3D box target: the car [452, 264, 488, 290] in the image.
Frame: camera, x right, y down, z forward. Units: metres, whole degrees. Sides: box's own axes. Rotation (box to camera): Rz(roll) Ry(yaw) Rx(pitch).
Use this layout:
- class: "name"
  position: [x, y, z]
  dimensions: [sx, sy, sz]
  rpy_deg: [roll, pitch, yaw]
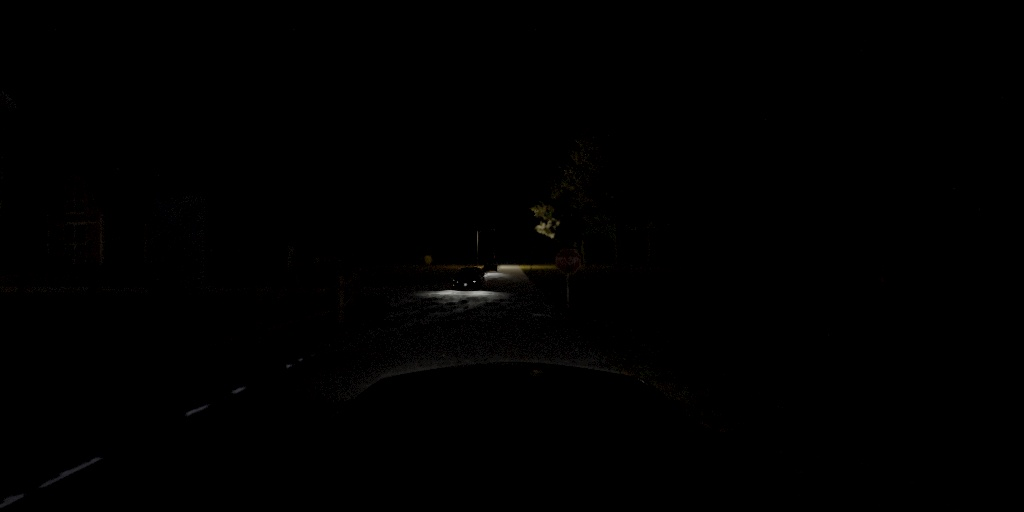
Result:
- class: "car"
  position: [-2.868, 1.522, 24.381]
  dimensions: [1.837, 1.490, 4.892]
  rpy_deg: [0, 0, 0]

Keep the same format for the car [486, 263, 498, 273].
- class: "car"
  position: [-3.000, 1.636, 50.594]
  dimensions: [1.895, 1.301, 4.718]
  rpy_deg: [0, 0, 0]
